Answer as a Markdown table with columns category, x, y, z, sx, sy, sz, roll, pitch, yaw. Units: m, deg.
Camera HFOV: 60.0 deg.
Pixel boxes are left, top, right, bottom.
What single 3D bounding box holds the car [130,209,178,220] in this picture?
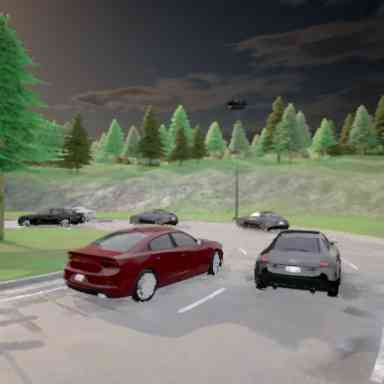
| category | x | y | z | sx | sy | sz | roll | pitch | yaw |
| --- | --- | --- | --- | --- | --- | --- | --- | --- | --- |
| car | -3.175 | 2.118 | 27.675 | 4.181 | 1.385 | 1.994 | -1 | -2 | 33 |

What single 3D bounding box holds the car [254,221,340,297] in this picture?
| category | x | y | z | sx | sy | sz | roll | pitch | yaw |
| --- | --- | --- | --- | --- | --- | --- | --- | --- | --- |
| car | 3.064 | 1.763 | 9.379 | 1.994 | 1.385 | 4.181 | 0 | -1 | 23 |

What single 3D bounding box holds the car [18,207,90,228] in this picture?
| category | x | y | z | sx | sy | sz | roll | pitch | yaw |
| --- | --- | --- | --- | --- | --- | --- | --- | --- | --- |
| car | -11.028 | 1.984 | 26.136 | 5.008 | 1.535 | 1.882 | 0 | -2 | 1 |

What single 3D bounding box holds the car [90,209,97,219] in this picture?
| category | x | y | z | sx | sy | sz | roll | pitch | yaw |
| --- | --- | --- | --- | --- | --- | --- | --- | --- | --- |
| car | -11.846 | 2.168 | 32.954 | 4.674 | 1.442 | 1.812 | 0 | -2 | -2 |

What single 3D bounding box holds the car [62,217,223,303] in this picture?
| category | x | y | z | sx | sy | sz | roll | pitch | yaw |
| --- | --- | --- | --- | --- | --- | --- | --- | --- | --- |
| car | -0.947 | 1.659 | 8.913 | 1.882 | 1.535 | 5.008 | 0 | -1 | 34 |

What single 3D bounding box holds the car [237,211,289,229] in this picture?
| category | x | y | z | sx | sy | sz | roll | pitch | yaw |
| --- | --- | --- | --- | --- | --- | --- | --- | --- | --- |
| car | 5.028 | 2.060 | 23.930 | 1.994 | 1.385 | 4.181 | 1 | -1 | -27 |
